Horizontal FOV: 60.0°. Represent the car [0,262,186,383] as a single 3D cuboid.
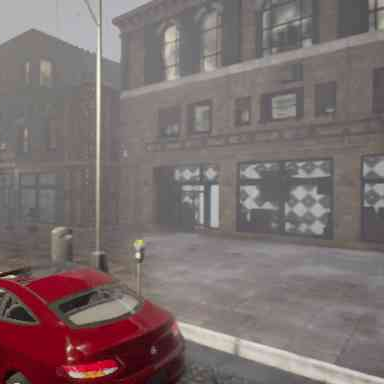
[{"bbox_3d":[-2.014,1.606,4.298,4.206,1.307,1.802,0,0,35],"label":"car"}]
